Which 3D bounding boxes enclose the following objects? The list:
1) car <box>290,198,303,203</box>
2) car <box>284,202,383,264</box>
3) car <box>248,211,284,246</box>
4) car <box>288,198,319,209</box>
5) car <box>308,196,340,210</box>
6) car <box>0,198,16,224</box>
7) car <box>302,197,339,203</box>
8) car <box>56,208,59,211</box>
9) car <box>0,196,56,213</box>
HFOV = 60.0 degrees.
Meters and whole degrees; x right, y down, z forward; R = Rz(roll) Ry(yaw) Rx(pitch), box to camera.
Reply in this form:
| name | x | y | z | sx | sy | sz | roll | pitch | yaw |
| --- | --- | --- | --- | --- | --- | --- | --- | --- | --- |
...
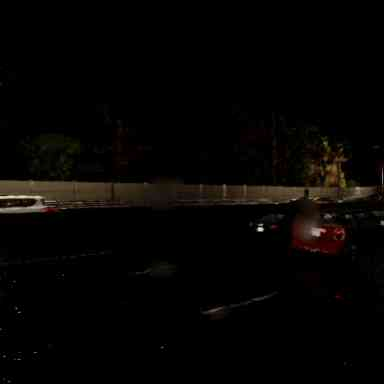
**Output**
| name | x | y | z | sx | sy | sz | roll | pitch | yaw |
| --- | --- | --- | --- | --- | --- | --- | --- | --- | --- |
| car | 13.379 | 1.683 | 39.290 | 4.181 | 1.385 | 1.994 | 0 | 0 | -35 |
| car | 5.803 | 1.385 | 12.188 | 4.553 | 1.767 | 2.097 | 0 | 0 | -36 |
| car | 4.614 | 1.601 | 15.634 | 4.181 | 1.385 | 1.994 | 0 | 0 | -36 |
| car | 16.866 | 1.641 | 50.362 | 5.008 | 1.535 | 1.882 | 0 | 0 | -35 |
| car | 18.869 | 1.516 | 47.496 | 4.553 | 1.767 | 2.097 | 0 | 0 | -35 |
| car | -15.039 | 1.354 | 23.356 | 4.553 | 1.767 | 2.097 | 0 | 0 | -35 |
| car | 14.612 | 1.606 | 35.886 | 4.902 | 1.511 | 2.128 | 0 | 0 | -35 |
| car | -11.296 | 1.485 | 21.728 | 5.008 | 1.535 | 1.882 | 0 | 0 | -35 |
| car | -10.658 | 1.225 | 17.885 | 5.566 | 2.045 | 2.150 | 0 | 0 | -35 |
